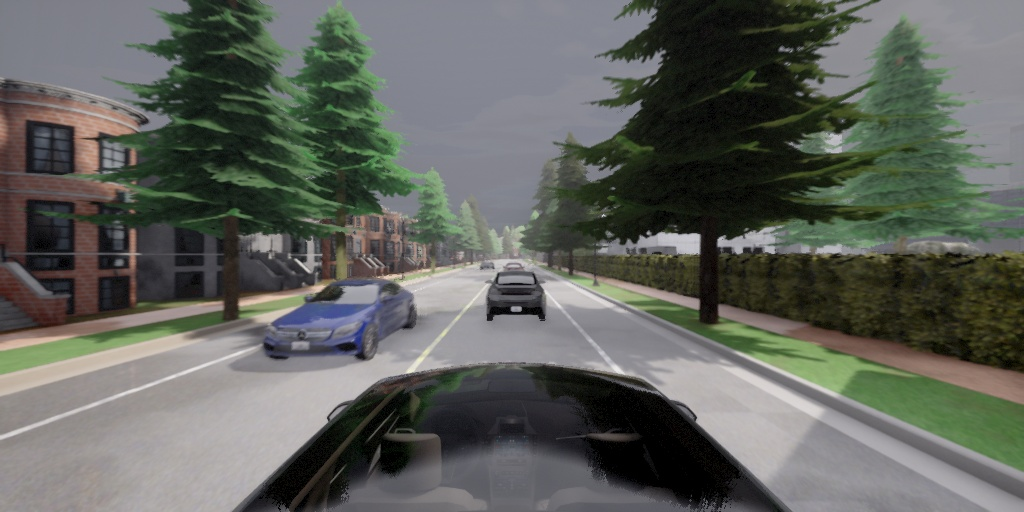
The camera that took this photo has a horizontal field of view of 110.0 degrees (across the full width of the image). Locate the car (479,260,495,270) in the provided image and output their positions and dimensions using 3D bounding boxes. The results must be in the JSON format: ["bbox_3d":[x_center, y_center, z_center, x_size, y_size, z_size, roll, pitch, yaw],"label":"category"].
[{"bbox_3d":[-3.476,1.307,51.030,1.994,1.385,4.181,0,0,0],"label":"car"}]

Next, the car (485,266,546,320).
[{"bbox_3d":[0.124,1.254,12.563,1.837,1.490,4.892,0,0,0],"label":"car"}]

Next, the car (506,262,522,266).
[{"bbox_3d":[0.155,1.274,30.781,1.812,1.442,4.674,0,0,0],"label":"car"}]

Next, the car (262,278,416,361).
[{"bbox_3d":[-3.591,1.272,8.429,1.812,1.442,4.674,0,0,0],"label":"car"}]
